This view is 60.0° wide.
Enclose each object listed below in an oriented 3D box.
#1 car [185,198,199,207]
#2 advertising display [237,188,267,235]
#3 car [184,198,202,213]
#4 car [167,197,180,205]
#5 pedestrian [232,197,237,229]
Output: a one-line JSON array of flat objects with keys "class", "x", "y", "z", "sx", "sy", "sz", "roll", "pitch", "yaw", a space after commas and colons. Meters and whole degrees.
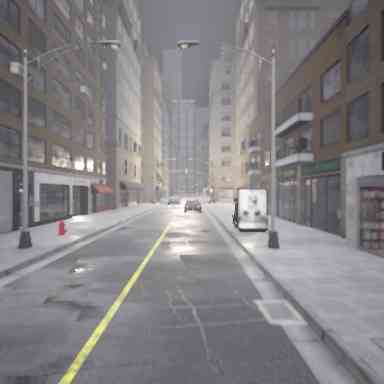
[{"class": "car", "x": 0.033, "y": 1.542, "z": 49.605, "sx": 1.895, "sy": 1.301, "sz": 4.718, "roll": 0, "pitch": 0, "yaw": 1}, {"class": "advertising display", "x": 3.140, "y": 1.011, "z": 17.387, "sx": 1.540, "sy": 2.440, "sz": 0.280, "roll": 0, "pitch": 0, "yaw": 0}, {"class": "car", "x": 0.093, "y": 1.565, "z": 36.129, "sx": 1.895, "sy": 1.301, "sz": 4.718, "roll": 0, "pitch": 0, "yaw": 0}, {"class": "car", "x": -2.987, "y": 1.510, "z": 55.618, "sx": 1.994, "sy": 1.385, "sz": 4.181, "roll": 0, "pitch": 0, "yaw": 0}, {"class": "pedestrian", "x": 2.478, "y": 1.126, "z": 18.513, "sx": 0.375, "sy": 1.860, "sz": 0.375, "roll": 0, "pitch": 0, "yaw": -10}]
